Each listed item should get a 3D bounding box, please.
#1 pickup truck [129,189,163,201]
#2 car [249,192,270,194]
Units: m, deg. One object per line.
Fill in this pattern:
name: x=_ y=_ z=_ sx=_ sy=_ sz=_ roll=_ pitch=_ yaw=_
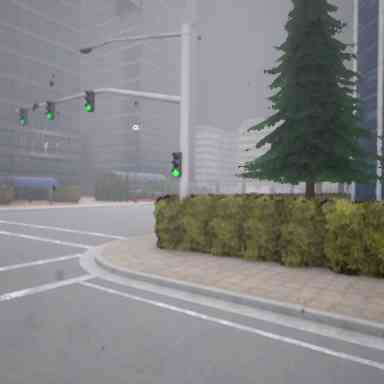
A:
pickup truck: x=-8.144 y=0.501 z=56.596 sx=6.274 sy=2.098 sz=2.390 roll=0 pitch=1 yaw=-24
car: x=8.353 y=0.994 z=39.016 sx=2.150 sy=2.045 sz=5.566 roll=1 pitch=0 yaw=35
